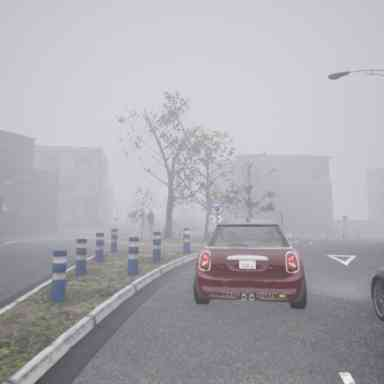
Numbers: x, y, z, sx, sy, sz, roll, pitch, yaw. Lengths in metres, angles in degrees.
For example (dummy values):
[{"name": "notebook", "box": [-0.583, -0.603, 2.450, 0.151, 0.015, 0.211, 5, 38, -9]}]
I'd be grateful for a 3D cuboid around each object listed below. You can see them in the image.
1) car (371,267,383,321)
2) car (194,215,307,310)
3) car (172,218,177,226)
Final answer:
[{"name": "car", "box": [3.915, 1.483, 4.058, 1.812, 1.442, 4.674, -1, 1, 7]}, {"name": "car", "box": [1.407, 1.389, 8.082, 2.097, 1.767, 4.553, -1, -2, 11]}, {"name": "car", "box": [-4.098, 6.129, 68.905, 1.837, 1.490, 4.892, 0, 0, -6]}]
